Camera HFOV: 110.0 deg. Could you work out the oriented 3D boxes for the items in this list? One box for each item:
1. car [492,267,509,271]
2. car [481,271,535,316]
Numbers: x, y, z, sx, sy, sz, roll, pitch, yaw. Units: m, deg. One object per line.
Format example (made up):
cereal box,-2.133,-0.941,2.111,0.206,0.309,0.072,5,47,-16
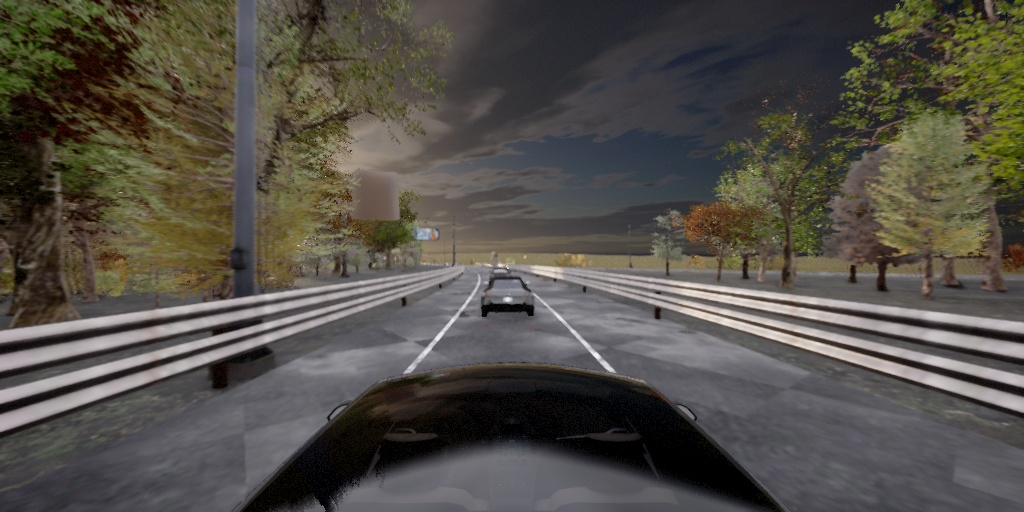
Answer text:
car,-0.965,1.663,29.944,1.812,1.442,4.674,0,-1,-3
car,-0.192,1.486,14.343,1.994,1.385,4.181,0,-1,-1
